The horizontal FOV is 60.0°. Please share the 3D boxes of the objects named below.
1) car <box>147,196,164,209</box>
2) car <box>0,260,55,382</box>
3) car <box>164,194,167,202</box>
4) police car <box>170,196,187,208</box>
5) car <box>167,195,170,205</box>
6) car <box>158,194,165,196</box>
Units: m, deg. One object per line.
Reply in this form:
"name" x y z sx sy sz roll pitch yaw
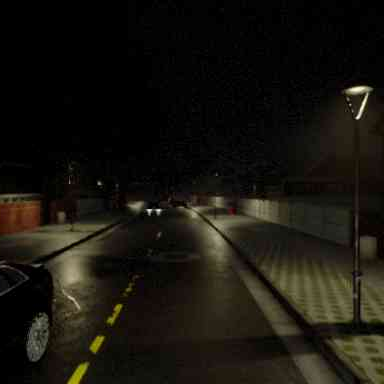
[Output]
"car" -5.219 1.616 46.254 2.033 1.411 5.357 0 0 -5
"car" -2.896 1.492 2.962 2.128 1.511 4.902 0 0 -1
"car" -3.747 1.502 64.863 2.097 1.767 4.553 0 0 -8
"police car" -1.807 1.496 49.044 1.930 1.638 5.238 0 0 -6
"car" -2.954 1.595 58.915 1.882 1.535 5.008 0 0 -7
"car" -7.177 1.416 82.892 2.150 2.045 5.566 0 0 -8
